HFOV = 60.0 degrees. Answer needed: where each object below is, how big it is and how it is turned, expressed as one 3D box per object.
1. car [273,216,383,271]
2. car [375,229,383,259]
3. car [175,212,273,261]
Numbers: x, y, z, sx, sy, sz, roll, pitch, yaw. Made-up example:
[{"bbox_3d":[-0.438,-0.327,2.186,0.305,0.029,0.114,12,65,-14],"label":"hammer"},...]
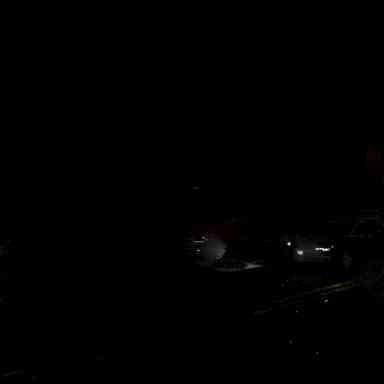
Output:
[{"bbox_3d":[5.226,1.614,11.392,4.892,1.490,1.837,1,-1,-35],"label":"car"},{"bbox_3d":[6.624,1.665,8.168,4.181,1.385,1.994,1,0,-35],"label":"car"},{"bbox_3d":[1.681,1.563,12.859,5.008,1.535,1.882,1,-1,-35],"label":"car"}]
